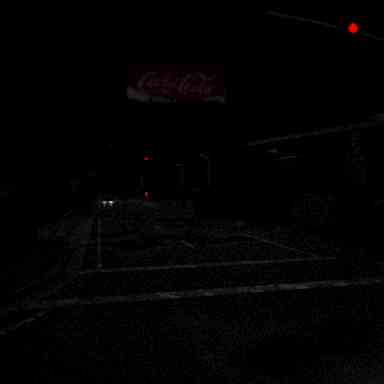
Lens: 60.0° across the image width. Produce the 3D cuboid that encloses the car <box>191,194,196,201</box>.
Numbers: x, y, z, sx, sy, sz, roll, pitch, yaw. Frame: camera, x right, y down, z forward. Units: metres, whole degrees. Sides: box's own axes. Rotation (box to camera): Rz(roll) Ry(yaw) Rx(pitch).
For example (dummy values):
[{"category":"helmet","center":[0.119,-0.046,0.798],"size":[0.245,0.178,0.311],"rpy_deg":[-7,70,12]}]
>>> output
[{"category":"car","center":[0.995,1.316,73.785],"size":[2.007,1.523,4.514],"rpy_deg":[0,0,-16]}]

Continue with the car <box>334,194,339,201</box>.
[{"category":"car","center":[32.199,1.259,71.341],"size":[1.845,1.501,3.633],"rpy_deg":[0,0,-16]}]

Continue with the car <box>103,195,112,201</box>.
[{"category":"car","center":[-19.508,1.376,76.917],"size":[1.812,1.442,4.674],"rpy_deg":[0,0,-15]}]

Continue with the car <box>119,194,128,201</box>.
[{"category":"car","center":[-15.646,1.228,76.085],"size":[1.812,1.442,4.674],"rpy_deg":[0,0,-15]}]

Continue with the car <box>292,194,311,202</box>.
[{"category":"car","center":[22.565,1.266,68.688],"size":[2.007,1.523,4.514],"rpy_deg":[0,0,-16]}]

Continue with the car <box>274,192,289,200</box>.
[{"category":"car","center":[23.722,1.038,88.230],"size":[1.932,1.855,4.605],"rpy_deg":[0,0,-16]}]
